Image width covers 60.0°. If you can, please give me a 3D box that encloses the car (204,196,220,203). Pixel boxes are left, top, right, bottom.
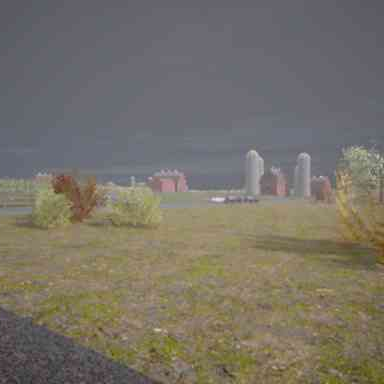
[{"bbox_3d":[4.233,1.367,60.214,1.895,1.301,4.718,1,0,36],"label":"car"}]

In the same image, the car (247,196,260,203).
[{"bbox_3d":[11.490,1.412,64.281,1.812,1.442,4.674,1,0,36],"label":"car"}]

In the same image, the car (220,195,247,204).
[{"bbox_3d":[7.347,1.333,58.465,1.812,1.442,4.674,1,0,36],"label":"car"}]

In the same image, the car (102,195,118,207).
[{"bbox_3d":[-9.952,1.043,40.651,2.033,1.411,5.357,1,0,36],"label":"car"}]
